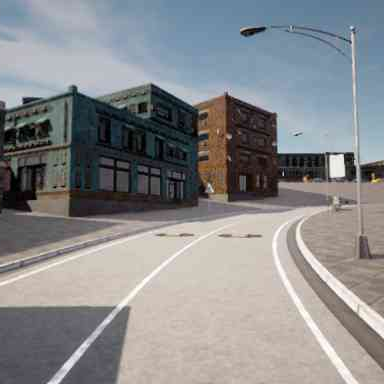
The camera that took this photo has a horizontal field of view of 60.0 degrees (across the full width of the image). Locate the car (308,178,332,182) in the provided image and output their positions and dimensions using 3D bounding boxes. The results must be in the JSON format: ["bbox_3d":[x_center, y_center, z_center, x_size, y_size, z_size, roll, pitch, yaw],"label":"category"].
[{"bbox_3d":[31.727,-2.696,83.714,4.892,1.521,2.231,0,-5,-2],"label":"car"}]

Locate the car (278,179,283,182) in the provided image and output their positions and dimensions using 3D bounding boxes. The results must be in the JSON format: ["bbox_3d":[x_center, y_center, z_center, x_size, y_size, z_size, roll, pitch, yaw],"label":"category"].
[{"bbox_3d":[20.791,-2.757,83.349,4.553,1.767,2.185,0,-5,-2],"label":"car"}]

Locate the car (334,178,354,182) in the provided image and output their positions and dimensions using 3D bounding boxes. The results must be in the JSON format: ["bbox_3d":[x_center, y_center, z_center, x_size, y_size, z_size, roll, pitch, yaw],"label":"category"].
[{"bbox_3d":[37.243,-2.716,83.911,4.892,1.521,2.231,0,-5,-2],"label":"car"}]

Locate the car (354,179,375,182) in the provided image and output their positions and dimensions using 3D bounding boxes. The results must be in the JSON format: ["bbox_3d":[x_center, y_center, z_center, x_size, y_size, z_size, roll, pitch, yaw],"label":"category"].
[{"bbox_3d":[42.784,-2.670,84.207,4.674,1.452,2.002,0,-5,-3],"label":"car"}]
